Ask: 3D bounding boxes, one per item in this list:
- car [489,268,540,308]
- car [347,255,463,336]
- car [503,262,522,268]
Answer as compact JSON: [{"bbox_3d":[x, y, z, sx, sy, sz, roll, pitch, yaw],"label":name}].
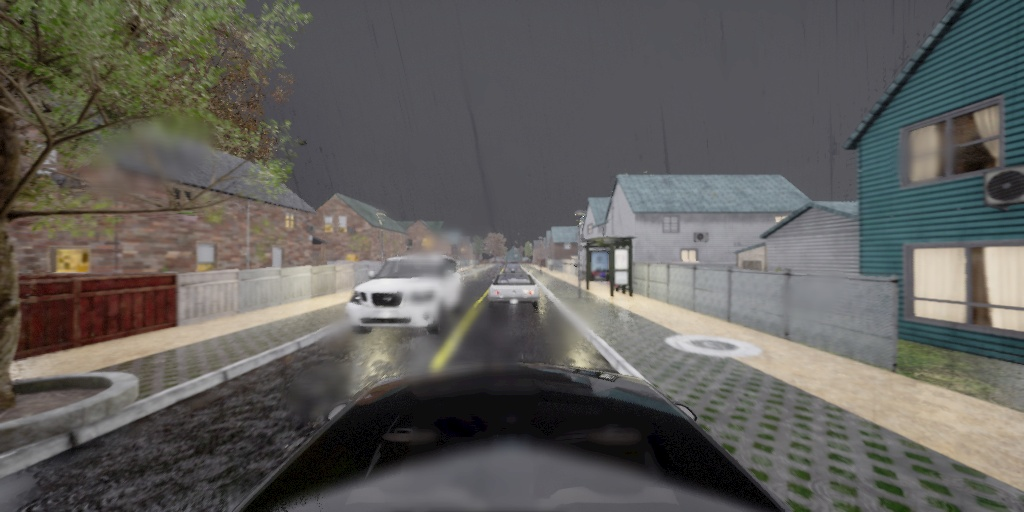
[{"bbox_3d":[0.080,1.365,15.203,1.895,1.301,4.718,0,0,0],"label":"car"},{"bbox_3d":[-2.821,0.982,10.834,2.150,2.045,5.566,0,0,0],"label":"car"},{"bbox_3d":[0.081,1.368,37.234,2.033,1.411,5.357,0,0,0],"label":"car"}]
